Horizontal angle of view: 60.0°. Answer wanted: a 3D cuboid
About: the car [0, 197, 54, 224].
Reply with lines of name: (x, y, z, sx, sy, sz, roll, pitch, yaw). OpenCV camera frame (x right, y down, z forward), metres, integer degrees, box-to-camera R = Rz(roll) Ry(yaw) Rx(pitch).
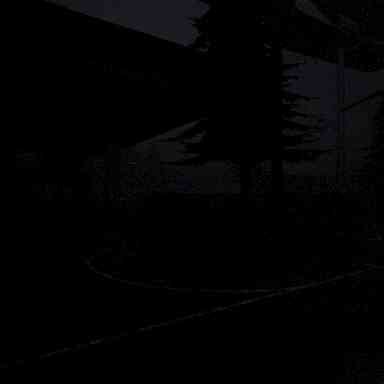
car: (-11.989, 1.320, 23.463, 3.866, 1.878, 1.905, 0, 0, -36)
